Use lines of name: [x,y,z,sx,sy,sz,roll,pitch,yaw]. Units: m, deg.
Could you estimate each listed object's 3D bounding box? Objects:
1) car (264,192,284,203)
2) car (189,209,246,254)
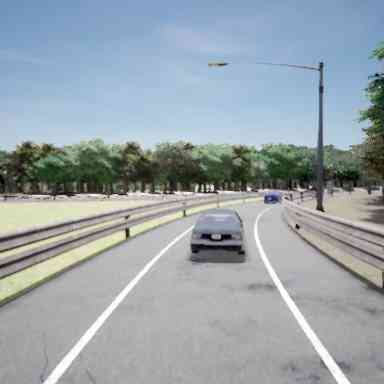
car: [11.297,0.683,45.495,1.882,1.535,5.008,0,1,28]
car: [1.051,1.351,12.582,2.033,1.411,5.357,0,1,7]
